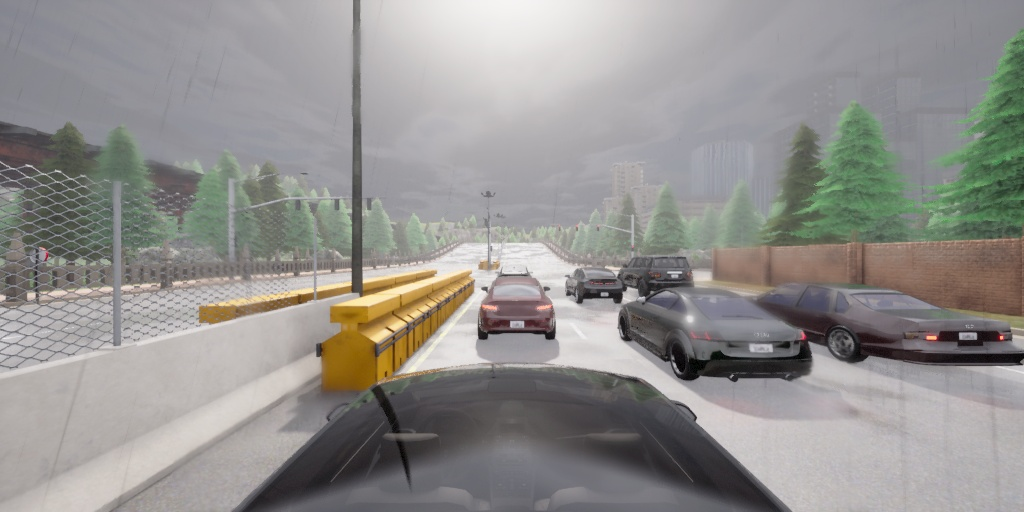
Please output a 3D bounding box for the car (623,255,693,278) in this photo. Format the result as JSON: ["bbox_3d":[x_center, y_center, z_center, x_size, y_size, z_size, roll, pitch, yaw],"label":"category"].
[{"bbox_3d":[7.114,0.972,18.341,2.150,2.045,5.566,0,0,0],"label":"car"}]

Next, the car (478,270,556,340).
[{"bbox_3d":[0.109,1.276,9.863,1.812,1.442,4.674,0,0,0],"label":"car"}]

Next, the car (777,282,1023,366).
[{"bbox_3d":[7.106,1.297,8.099,2.033,1.411,5.357,0,0,0],"label":"car"}]

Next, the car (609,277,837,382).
[{"bbox_3d":[3.610,1.314,7.234,1.994,1.385,4.181,0,0,-1],"label":"car"}]

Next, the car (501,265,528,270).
[{"bbox_3d":[0.116,1.241,19.109,2.128,1.511,4.902,0,0,0],"label":"car"}]

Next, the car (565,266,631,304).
[{"bbox_3d":[3.613,1.255,16.401,1.837,1.490,4.892,0,0,0],"label":"car"}]
